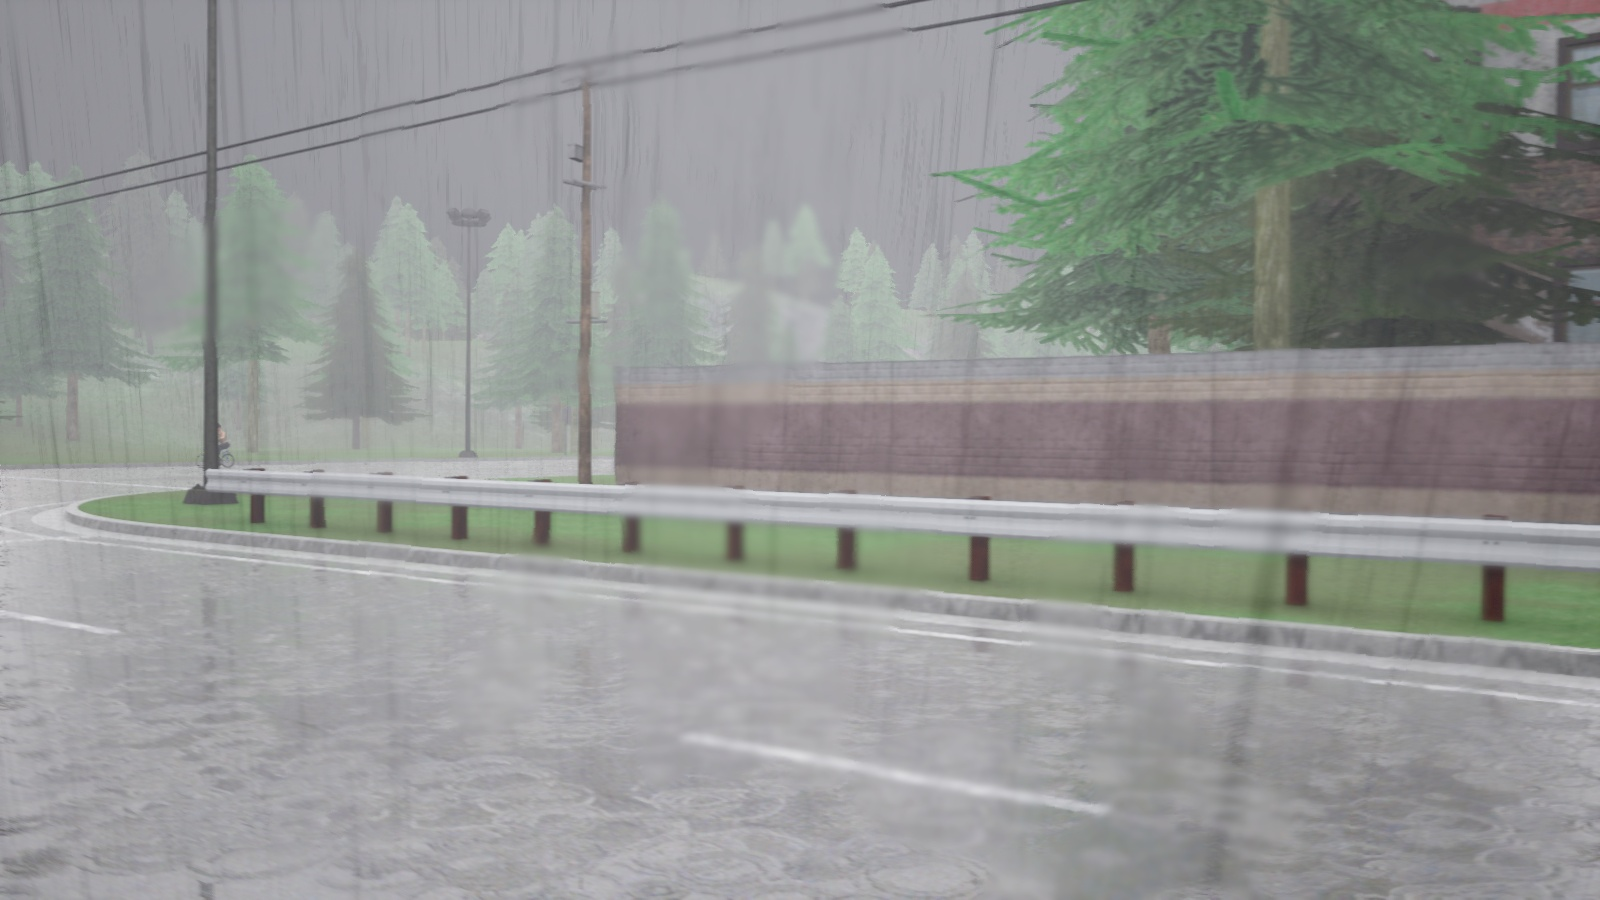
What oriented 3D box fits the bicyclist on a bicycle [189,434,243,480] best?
[{"bbox_3d":[-21.105,0.239,45.419,0.866,1.612,1.509,0,1,34],"label":"bicyclist on a bicycle"}]
